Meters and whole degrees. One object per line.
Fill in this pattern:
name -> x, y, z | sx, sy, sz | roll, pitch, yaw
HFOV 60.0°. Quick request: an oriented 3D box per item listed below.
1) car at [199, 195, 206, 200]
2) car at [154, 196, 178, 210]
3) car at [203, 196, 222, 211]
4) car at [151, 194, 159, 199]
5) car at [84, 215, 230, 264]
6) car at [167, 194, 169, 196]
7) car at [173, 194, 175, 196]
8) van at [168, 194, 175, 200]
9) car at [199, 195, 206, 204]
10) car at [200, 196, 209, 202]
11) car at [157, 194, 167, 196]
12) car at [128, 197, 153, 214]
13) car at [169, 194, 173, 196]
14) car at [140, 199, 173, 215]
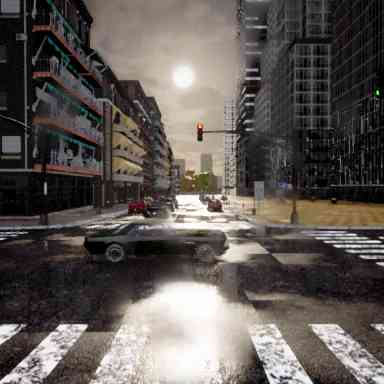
car -> 2.830, 1.533, 92.033 | 1.752, 1.417, 4.829 | -1, 0, 0
car -> -3.017, 1.500, 39.015 | 1.837, 1.490, 4.892 | 0, 0, 0
car -> 2.727, 1.539, 41.021 | 1.887, 1.381, 4.507 | -1, 0, 0
car -> -5.621, 1.435, 40.981 | 1.967, 1.590, 4.097 | -1, 0, 0
car -> -1.095, 1.621, 11.467 | 4.718, 1.301, 1.895 | 0, 1, 0
car -> -5.587, 1.438, 57.927 | 1.967, 1.590, 4.097 | -1, 0, 0
car -> -5.532, 1.320, 86.173 | 2.192, 1.841, 5.009 | -1, 0, 0
van -> -5.520, 1.348, 91.820 | 1.690, 1.788, 3.998 | -1, 0, 0
car -> 2.773, 1.550, 63.617 | 2.008, 1.369, 4.403 | -1, 0, 0
car -> 2.796, 1.546, 74.915 | 1.887, 1.381, 4.507 | -1, 0, 0
car -> -5.600, 1.311, 52.279 | 2.192, 1.841, 5.009 | -1, 0, 0
car -> -5.631, 1.540, 35.332 | 1.887, 1.381, 4.507 | -1, 0, 0
car -> -5.562, 1.582, 69.226 | 1.802, 1.307, 4.206 | -1, 0, 0
car -> -3.042, 1.559, 29.105 | 1.994, 1.385, 4.181 | 0, 0, 0
